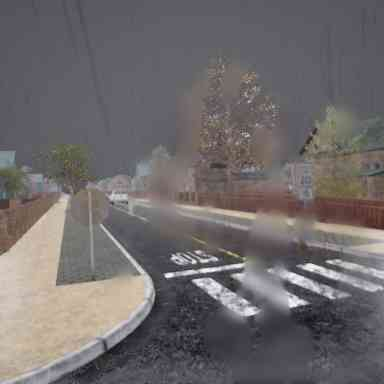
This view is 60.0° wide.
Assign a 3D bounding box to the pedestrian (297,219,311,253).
[{"bbox_3d":[3.689,1.425,10.875,0.500,1.100,0.500,-1,0,-20],"label":"pedestrian"}]

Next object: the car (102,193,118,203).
[{"bbox_3d":[-14.026,0.921,56.765,2.128,1.511,4.902,-2,1,-19],"label":"car"}]

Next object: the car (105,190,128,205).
[{"bbox_3d":[-10.468,0.713,47.152,2.150,2.045,5.566,-2,1,-20],"label":"car"}]
